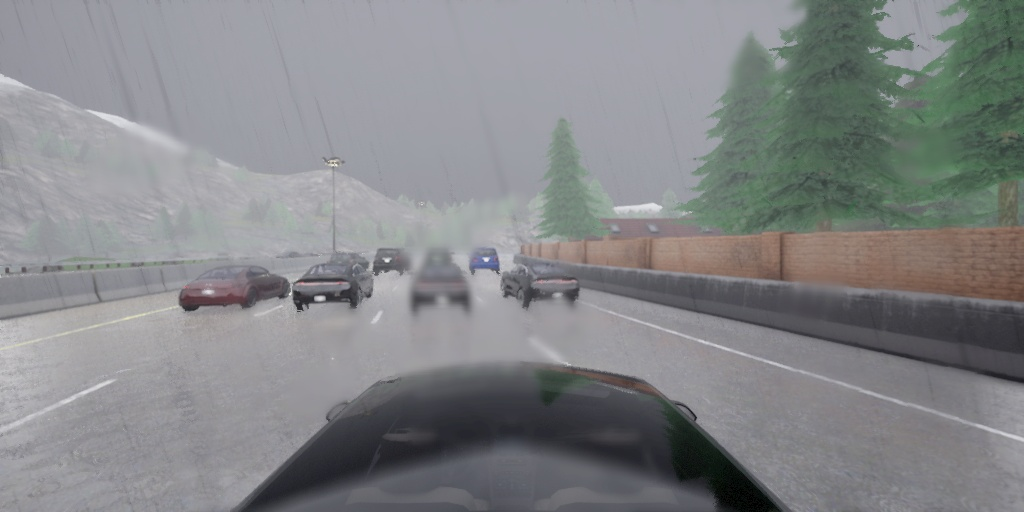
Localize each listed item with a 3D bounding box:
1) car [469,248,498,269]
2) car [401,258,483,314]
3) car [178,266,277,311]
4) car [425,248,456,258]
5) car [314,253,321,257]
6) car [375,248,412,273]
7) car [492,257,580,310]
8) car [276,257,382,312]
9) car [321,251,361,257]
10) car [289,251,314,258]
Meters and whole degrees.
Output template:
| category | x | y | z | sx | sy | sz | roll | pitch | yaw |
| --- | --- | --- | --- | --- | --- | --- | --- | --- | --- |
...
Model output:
| category | x | y | z | sx | sy | sz | roll | pitch | yaw |
| --- | --- | --- | --- | --- | --- | --- | --- | --- | --- |
| car | -2.259 | 0.334 | 29.264 | 2.150 | 2.045 | 5.566 | 0 | 2 | -8 |
| car | -2.533 | 0.994 | 12.490 | 2.128 | 1.511 | 4.902 | 0 | 2 | -14 |
| car | -9.856 | 1.055 | 13.110 | 1.994 | 1.385 | 4.181 | 0 | 1 | -13 |
| car | -5.699 | 0.354 | 28.559 | 2.150 | 2.045 | 5.566 | 0 | 2 | -8 |
| car | -28.124 | 0.016 | 55.925 | 1.837 | 1.490 | 4.892 | 0 | 2 | 2 |
| car | -9.127 | 0.374 | 27.812 | 2.150 | 2.045 | 5.566 | 0 | 2 | -8 |
| car | 0.866 | 0.970 | 13.318 | 2.128 | 1.511 | 4.902 | 0 | 1 | -14 |
| car | -6.229 | 0.986 | 12.946 | 2.128 | 1.511 | 4.902 | 0 | 1 | -13 |
| car | -12.640 | 0.503 | 27.861 | 2.097 | 1.767 | 4.553 | 0 | 1 | -8 |
| car | -31.654 | 0.094 | 55.303 | 1.994 | 1.385 | 4.181 | 0 | 1 | 2 |
